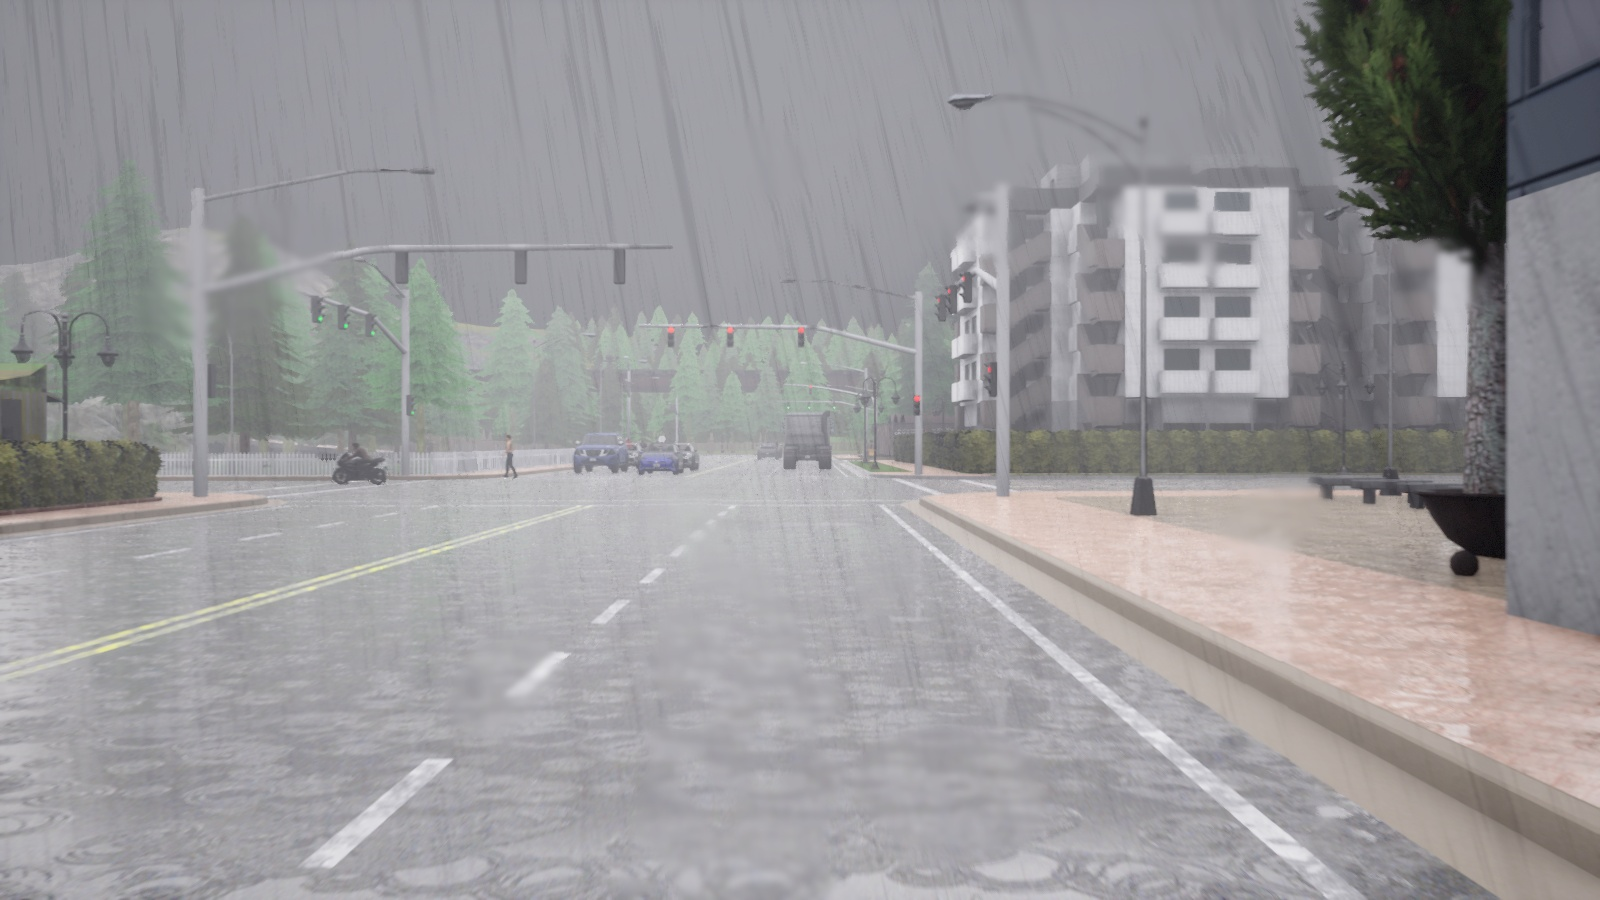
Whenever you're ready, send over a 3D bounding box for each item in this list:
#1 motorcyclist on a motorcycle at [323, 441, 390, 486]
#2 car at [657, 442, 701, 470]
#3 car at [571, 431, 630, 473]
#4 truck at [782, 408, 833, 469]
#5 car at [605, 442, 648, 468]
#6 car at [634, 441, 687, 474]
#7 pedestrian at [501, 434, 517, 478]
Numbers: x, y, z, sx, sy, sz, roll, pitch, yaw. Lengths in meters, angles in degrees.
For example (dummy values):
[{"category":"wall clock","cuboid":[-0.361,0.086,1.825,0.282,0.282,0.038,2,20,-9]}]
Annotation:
[{"category":"motorcyclist on a motorcycle","cuboid":[-15.489,0.469,43.856,2.044,1.523,0.797,0,1,9]},{"category":"car","cuboid":[-6.595,0.319,68.707,1.970,1.475,3.806,0,0,1]},{"category":"car","cuboid":[-10.122,0.096,64.116,2.150,2.045,5.566,0,0,0]},{"category":"truck","cuboid":[0.440,-0.657,74.815,2.891,3.462,7.936,0,0,0]},{"category":"car","cuboid":[-10.070,0.291,73.242,1.970,1.475,3.806,0,0,0]},{"category":"car","cuboid":[-6.642,0.348,60.328,2.007,1.525,4.514,0,0,0]},{"category":"pedestrian","cuboid":[-12.176,0.239,52.484,0.594,1.836,0.345,0,0,2]}]
